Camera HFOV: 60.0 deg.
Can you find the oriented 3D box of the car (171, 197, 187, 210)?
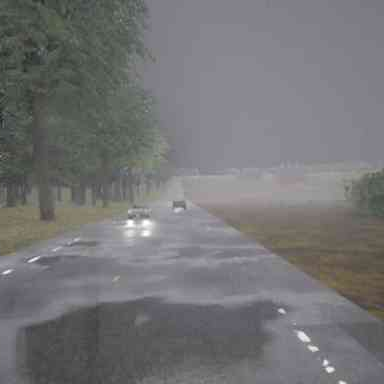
[{"bbox_3d":[-1.740,1.660,45.382,1.837,1.490,4.892,-2,0,-2],"label":"car"}]

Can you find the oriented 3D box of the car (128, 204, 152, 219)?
[{"bbox_3d":[-4.818,1.778,31.195,1.895,1.301,4.718,-2,0,-2],"label":"car"}]

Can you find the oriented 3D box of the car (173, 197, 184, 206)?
[{"bbox_3d":[-2.605,1.807,64.423,2.128,1.511,4.902,-2,0,-2],"label":"car"}]
